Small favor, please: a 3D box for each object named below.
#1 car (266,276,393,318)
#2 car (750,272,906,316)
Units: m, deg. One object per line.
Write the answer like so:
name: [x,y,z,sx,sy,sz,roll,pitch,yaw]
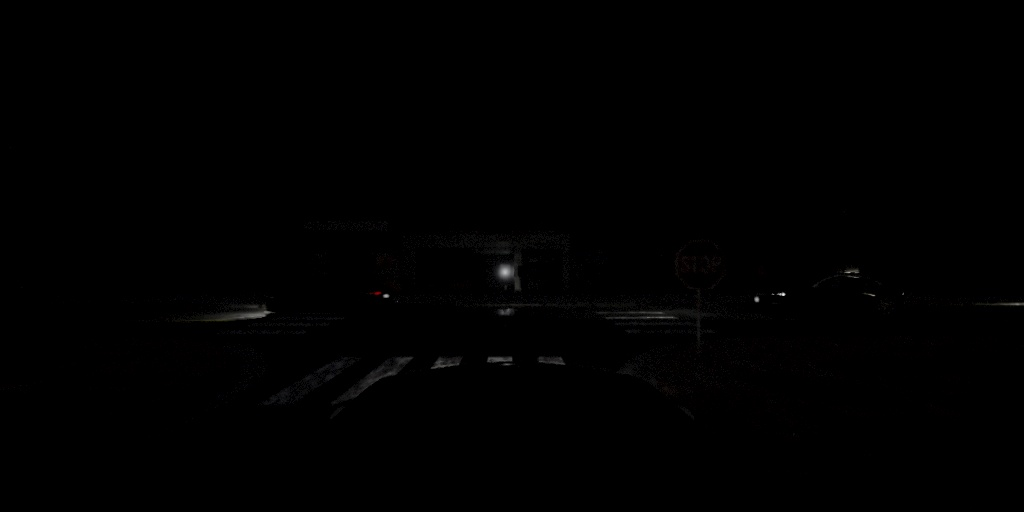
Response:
car: [-6.699,1.473,13.437,4.181,1.385,1.994,0,-1,0]
car: [11.621,1.360,13.419,4.902,1.511,2.128,0,-1,0]
